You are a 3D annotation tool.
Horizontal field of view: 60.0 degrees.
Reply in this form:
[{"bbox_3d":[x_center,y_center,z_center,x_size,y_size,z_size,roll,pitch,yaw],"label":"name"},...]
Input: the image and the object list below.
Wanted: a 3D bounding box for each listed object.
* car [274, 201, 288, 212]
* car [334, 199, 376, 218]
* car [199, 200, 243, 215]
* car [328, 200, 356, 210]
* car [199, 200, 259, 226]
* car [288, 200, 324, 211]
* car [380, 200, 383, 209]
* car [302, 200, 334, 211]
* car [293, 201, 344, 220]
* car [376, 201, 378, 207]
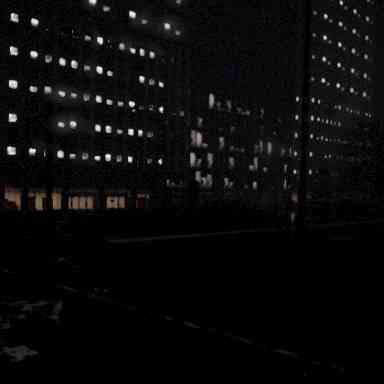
[{"bbox_3d":[12.327,1.680,41.795,4.829,1.417,1.752,1,2,-34],"label":"car"},{"bbox_3d":[16.919,1.734,35.385,5.009,1.841,2.192,1,2,-34],"label":"car"},{"bbox_3d":[3.111,1.586,35.489,4.403,1.369,2.008,1,2,-34],"label":"car"},{"bbox_3d":[21.823,1.860,48.296,4.206,1.307,1.802,1,2,-34],"label":"car"},{"bbox_3d":[2.885,1.553,25.781,5.009,1.841,2.192,1,2,-34],"label":"car"},{"bbox_3d":[14.157,1.769,40.045,4.674,1.442,1.812,1,1,-34],"label":"car"},{"bbox_3d":[31.180,1.966,54.698,4.313,1.339,1.947,1,2,-34],"label":"car"},{"bbox_3d":[17.145,1.783,45.094,4.313,1.339,1.947,1,2,-34],"label":"car"},{"bbox_3d":[12.235,1.903,32.189,4.507,1.381,1.887,1,2,-34],"label":"car"},{"bbox_3d":[26.501,1.905,51.497,4.313,1.339,1.947,1,2,-34],"label":"car"}]
